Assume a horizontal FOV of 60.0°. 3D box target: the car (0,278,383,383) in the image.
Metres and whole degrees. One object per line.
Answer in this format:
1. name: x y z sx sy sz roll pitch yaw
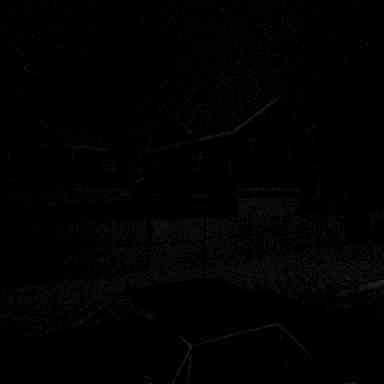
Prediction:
1. car: -0.280 1.613 2.918 4.718 1.301 1.895 1 0 -34
